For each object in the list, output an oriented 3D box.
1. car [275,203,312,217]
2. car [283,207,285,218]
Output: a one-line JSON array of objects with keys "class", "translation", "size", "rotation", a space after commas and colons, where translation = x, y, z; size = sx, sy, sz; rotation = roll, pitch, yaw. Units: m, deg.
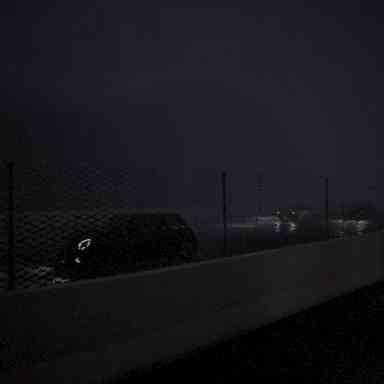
[{"class": "car", "translation": [11.237, 1.941, 36.753], "size": [1.895, 1.301, 4.718], "rotation": [-1, -1, 45]}, {"class": "car", "translation": [9.647, 1.878, 30.257], "size": [4.718, 1.301, 1.895], "rotation": [0, -1, -44]}]
